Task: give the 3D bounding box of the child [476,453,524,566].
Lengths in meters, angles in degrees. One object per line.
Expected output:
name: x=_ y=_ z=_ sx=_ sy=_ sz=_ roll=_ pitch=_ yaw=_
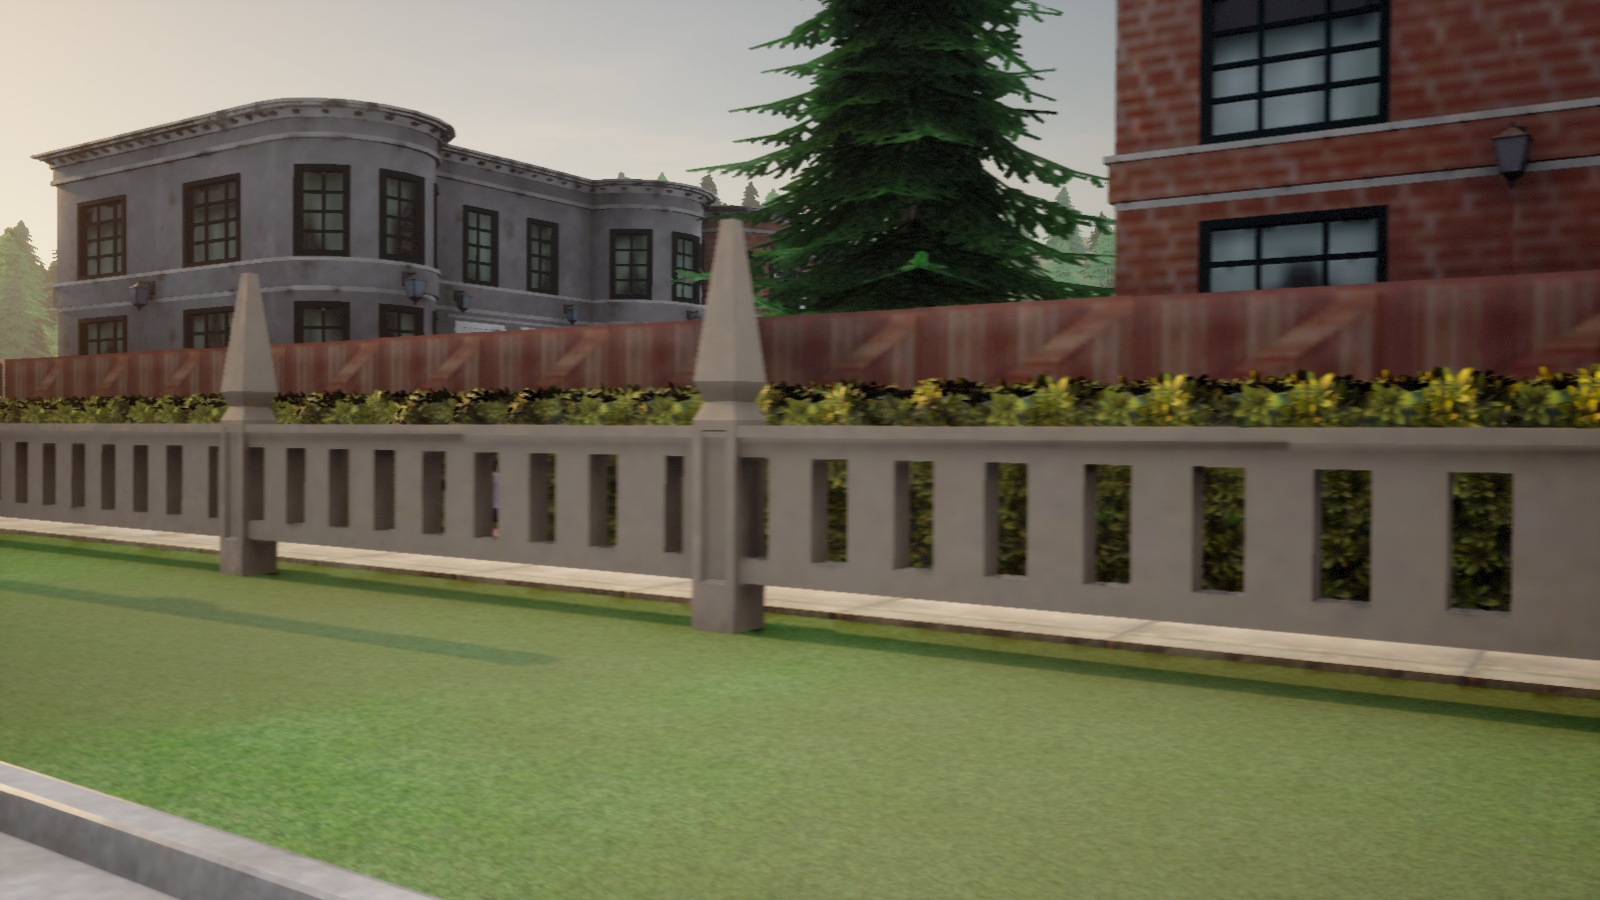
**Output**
child: x=-3.023 y=0.592 z=12.650 sx=0.394 sy=1.110 sz=0.255 roll=0 pitch=1 yaw=37
